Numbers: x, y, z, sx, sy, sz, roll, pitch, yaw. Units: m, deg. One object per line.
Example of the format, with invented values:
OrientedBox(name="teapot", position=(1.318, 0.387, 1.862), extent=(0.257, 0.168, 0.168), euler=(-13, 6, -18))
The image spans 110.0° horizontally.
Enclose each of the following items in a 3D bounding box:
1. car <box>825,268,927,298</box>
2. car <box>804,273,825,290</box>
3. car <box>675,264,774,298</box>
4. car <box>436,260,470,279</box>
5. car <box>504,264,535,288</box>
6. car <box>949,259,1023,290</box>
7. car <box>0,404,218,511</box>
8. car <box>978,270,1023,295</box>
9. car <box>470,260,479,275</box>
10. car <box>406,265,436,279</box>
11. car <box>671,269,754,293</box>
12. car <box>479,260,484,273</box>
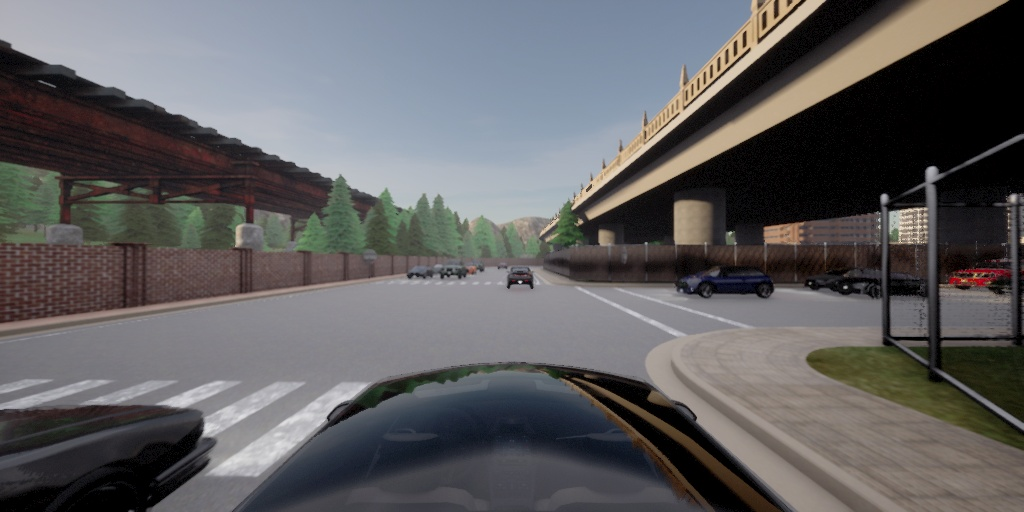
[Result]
OrientedBox(name="car", position=(20.119, 1.526, 19.473), extent=(4.181, 1.385, 1.994), euler=(0, -1, 1))
OrientedBox(name="car", position=(21.535, 1.508, 22.963), extent=(4.892, 1.490, 1.837), euler=(0, -1, 1))
OrientedBox(name="car", position=(11.479, 1.314, 19.559), extent=(4.553, 1.767, 2.097), euler=(0, -1, 0))
OrientedBox(name="car", position=(-6.297, 1.410, 39.025), extent=(2.150, 2.045, 5.566), euler=(0, -1, 1))
OrientedBox(name="car", position=(0.629, 1.553, 27.016), extent=(1.837, 1.490, 4.892), euler=(0, -1, 2))
OrientedBox(name="car", position=(31.609, 1.225, 22.875), extent=(5.566, 2.045, 2.150), euler=(0, -1, 0))
OrientedBox(name="car", position=(-3.398, 1.283, 0.504), extent=(2.033, 1.411, 5.357), euler=(0, -1, 0))
OrientedBox(name="car", position=(28.961, 1.563, 19.394), extent=(4.718, 1.301, 1.895), euler=(0, -1, 1))
OrientedBox(name="car", position=(-6.109, 1.654, 48.670), extent=(2.097, 1.767, 4.553), euler=(0, -1, 2))
OrientedBox(name="car", position=(-9.797, 1.734, 38.909), extent=(2.033, 1.411, 5.357), euler=(0, -1, 1))
OrientedBox(name="car", position=(12.771, 1.567, 23.045), extent=(4.181, 1.385, 1.994), euler=(0, -1, 1))
OrientedBox(name="car", position=(-5.842, 1.649, 59.322), extent=(2.150, 2.045, 5.566), euler=(0, -1, 2))
